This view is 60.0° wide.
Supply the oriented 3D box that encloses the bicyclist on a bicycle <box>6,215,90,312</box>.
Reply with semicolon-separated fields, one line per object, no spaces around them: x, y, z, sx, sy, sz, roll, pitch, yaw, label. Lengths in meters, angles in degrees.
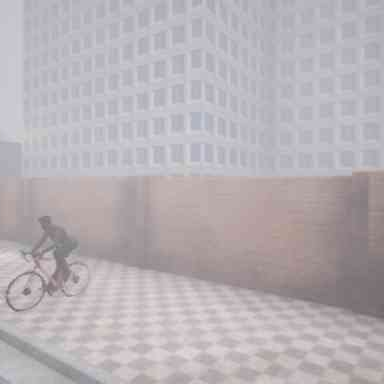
-2.544;1.236;6.083;0.582;1.620;1.656;1;1;36;bicyclist on a bicycle
